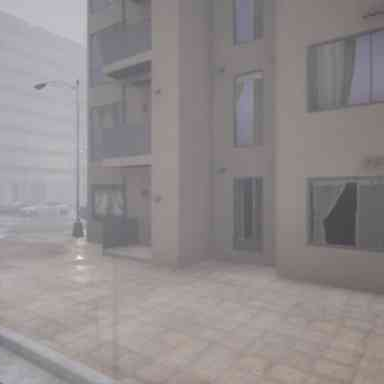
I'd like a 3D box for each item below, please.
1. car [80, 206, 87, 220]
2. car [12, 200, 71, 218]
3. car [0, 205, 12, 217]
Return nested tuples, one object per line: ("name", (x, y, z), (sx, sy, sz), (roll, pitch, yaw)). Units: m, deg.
("car", (-6.754, 1.492, 27.343), (1.882, 1.535, 5.008), (0, 0, 35))
("car", (-13.373, 1.545, 30.309), (1.812, 1.442, 4.674), (0, 0, 35))
("car", (-16.286, 1.547, 32.284), (1.812, 1.442, 4.674), (0, 0, 35))
